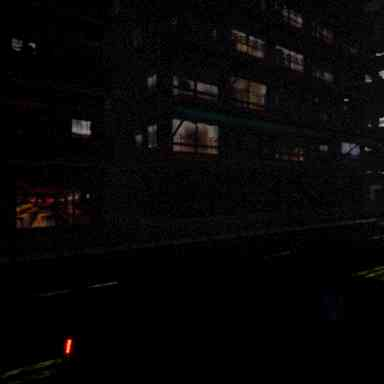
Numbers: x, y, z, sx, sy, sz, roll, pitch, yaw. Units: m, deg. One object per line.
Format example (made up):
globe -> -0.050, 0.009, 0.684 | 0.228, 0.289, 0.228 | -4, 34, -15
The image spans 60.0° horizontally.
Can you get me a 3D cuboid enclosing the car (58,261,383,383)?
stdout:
car -> 0.997, 1.595, 4.184 | 4.718, 1.301, 1.895 | 0, 0, -36
